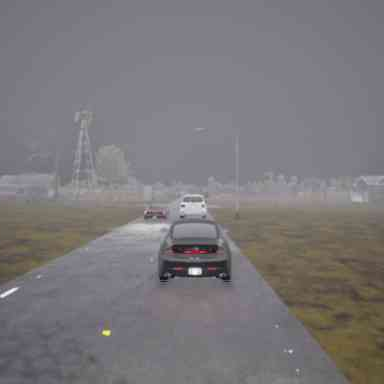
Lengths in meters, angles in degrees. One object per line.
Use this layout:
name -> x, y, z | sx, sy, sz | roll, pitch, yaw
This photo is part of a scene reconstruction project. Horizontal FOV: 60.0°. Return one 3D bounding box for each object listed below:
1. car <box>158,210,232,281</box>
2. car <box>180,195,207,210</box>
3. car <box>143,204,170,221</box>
car -> 0.073, 1.528, 9.940 | 1.837, 1.490, 4.892 | 0, 0, 0
car -> 0.110, 1.262, 28.800 | 2.150, 2.045, 5.566 | 0, 0, 1
car -> -2.842, 1.641, 27.577 | 1.895, 1.301, 4.718 | 0, 0, 0
